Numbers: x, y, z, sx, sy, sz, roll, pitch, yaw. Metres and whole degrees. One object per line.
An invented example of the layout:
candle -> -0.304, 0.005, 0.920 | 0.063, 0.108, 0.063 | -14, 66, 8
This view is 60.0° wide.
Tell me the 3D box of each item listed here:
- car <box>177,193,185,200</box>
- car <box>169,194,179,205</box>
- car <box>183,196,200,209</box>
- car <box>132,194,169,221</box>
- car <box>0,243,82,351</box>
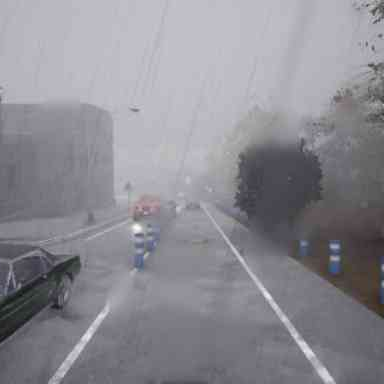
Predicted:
car -> -2.449, 0.984, 68.484 | 1.812, 1.442, 4.674 | -2, 2, -14
car -> -3.485, 1.491, 53.011 | 1.895, 1.301, 4.718 | 0, 1, -2
car -> 0.104, 1.546, 44.707 | 1.895, 1.301, 4.718 | 0, 0, 0
car -> -3.345, 1.180, 26.921 | 2.150, 2.045, 5.566 | 0, 0, 0
car -> -3.316, 1.567, 4.967 | 1.895, 1.301, 4.718 | 1, 1, 0
